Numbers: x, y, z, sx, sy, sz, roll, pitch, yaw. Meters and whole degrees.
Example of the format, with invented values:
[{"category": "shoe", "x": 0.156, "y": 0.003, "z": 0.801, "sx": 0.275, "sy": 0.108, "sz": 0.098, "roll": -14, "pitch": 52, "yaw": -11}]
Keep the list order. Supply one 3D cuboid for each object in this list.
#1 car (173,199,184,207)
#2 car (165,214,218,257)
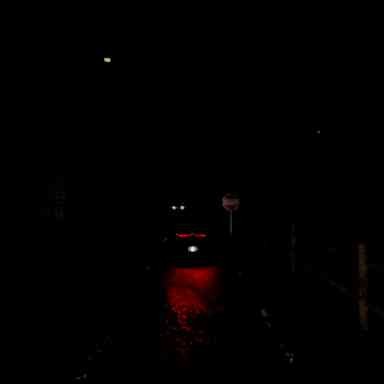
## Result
[{"category": "car", "x": -2.734, "y": 2.154, "z": 68.199, "sx": 2.097, "sy": 1.767, "sz": 4.553, "roll": 0, "pitch": -1, "yaw": 0}, {"category": "car", "x": -0.014, "y": 1.650, "z": 13.477, "sx": 1.837, "sy": 1.490, "sz": 4.892, "roll": 0, "pitch": 0, "yaw": -1}]
